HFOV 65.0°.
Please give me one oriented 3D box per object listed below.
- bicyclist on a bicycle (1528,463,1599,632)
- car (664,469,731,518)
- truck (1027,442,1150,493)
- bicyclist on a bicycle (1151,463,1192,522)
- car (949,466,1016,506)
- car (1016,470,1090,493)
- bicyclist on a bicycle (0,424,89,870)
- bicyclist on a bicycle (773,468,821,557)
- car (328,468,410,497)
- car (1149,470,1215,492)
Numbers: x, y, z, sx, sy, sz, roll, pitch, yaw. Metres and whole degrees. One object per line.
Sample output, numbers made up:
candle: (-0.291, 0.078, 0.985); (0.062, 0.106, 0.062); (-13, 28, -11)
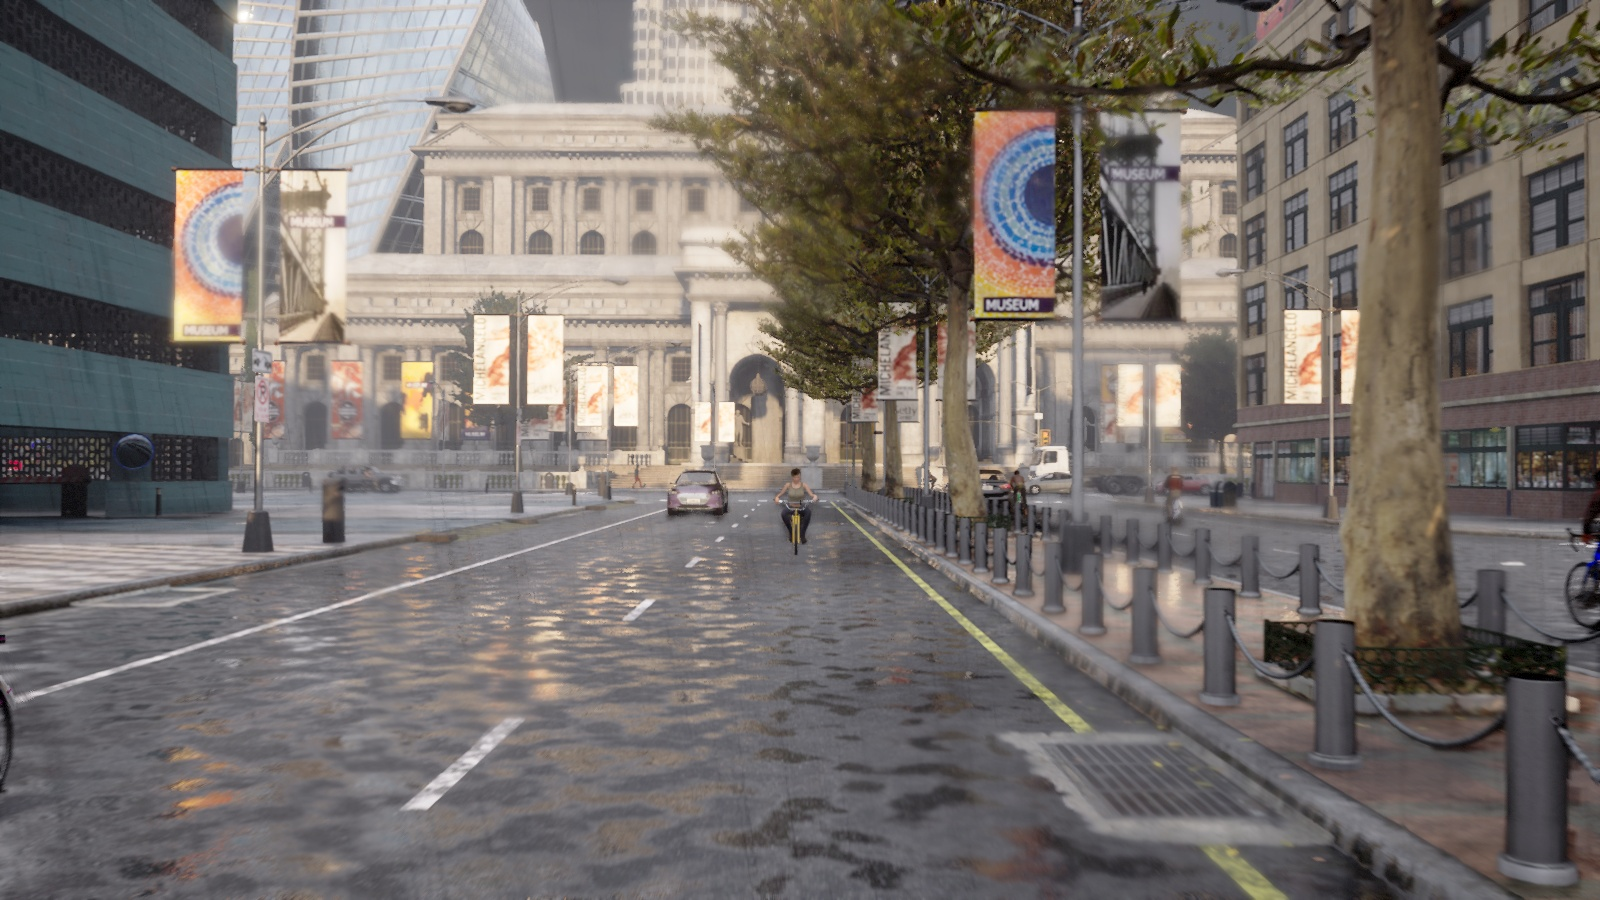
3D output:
bicyclist on a bicycle: (7.969, 0.943, 12.393); (0.582, 1.620, 1.656); (0, -1, 0)
car: (-3.611, 1.514, 45.068); (2.033, 1.649, 4.856); (0, -1, 0)
truck: (20.174, 1.226, 88.075); (7.936, 3.462, 2.891); (0, -1, 0)
bicyclist on a bicycle: (11.441, 1.288, 38.723); (0.659, 1.776, 1.843); (0, -1, -1)
car: (7.864, 1.542, 54.647); (2.242, 1.667, 4.611); (0, -1, 0)
car: (16.977, 2.107, 84.420); (4.514, 1.525, 2.007); (0, -1, -3)
bicyclist on a bicycle: (-3.512, 0.778, 4.692); (0.659, 1.776, 1.843); (0, -1, 0)
bicyclist on a bicycle: (-0.063, 1.146, 23.543); (0.866, 1.612, 1.509); (0, -1, 0)
car: (-27.814, 2.101, 81.130); (4.605, 1.855, 1.932); (0, -1, 0)
car: (25.712, 2.093, 84.550); (3.806, 1.475, 1.970); (0, -1, 0)
